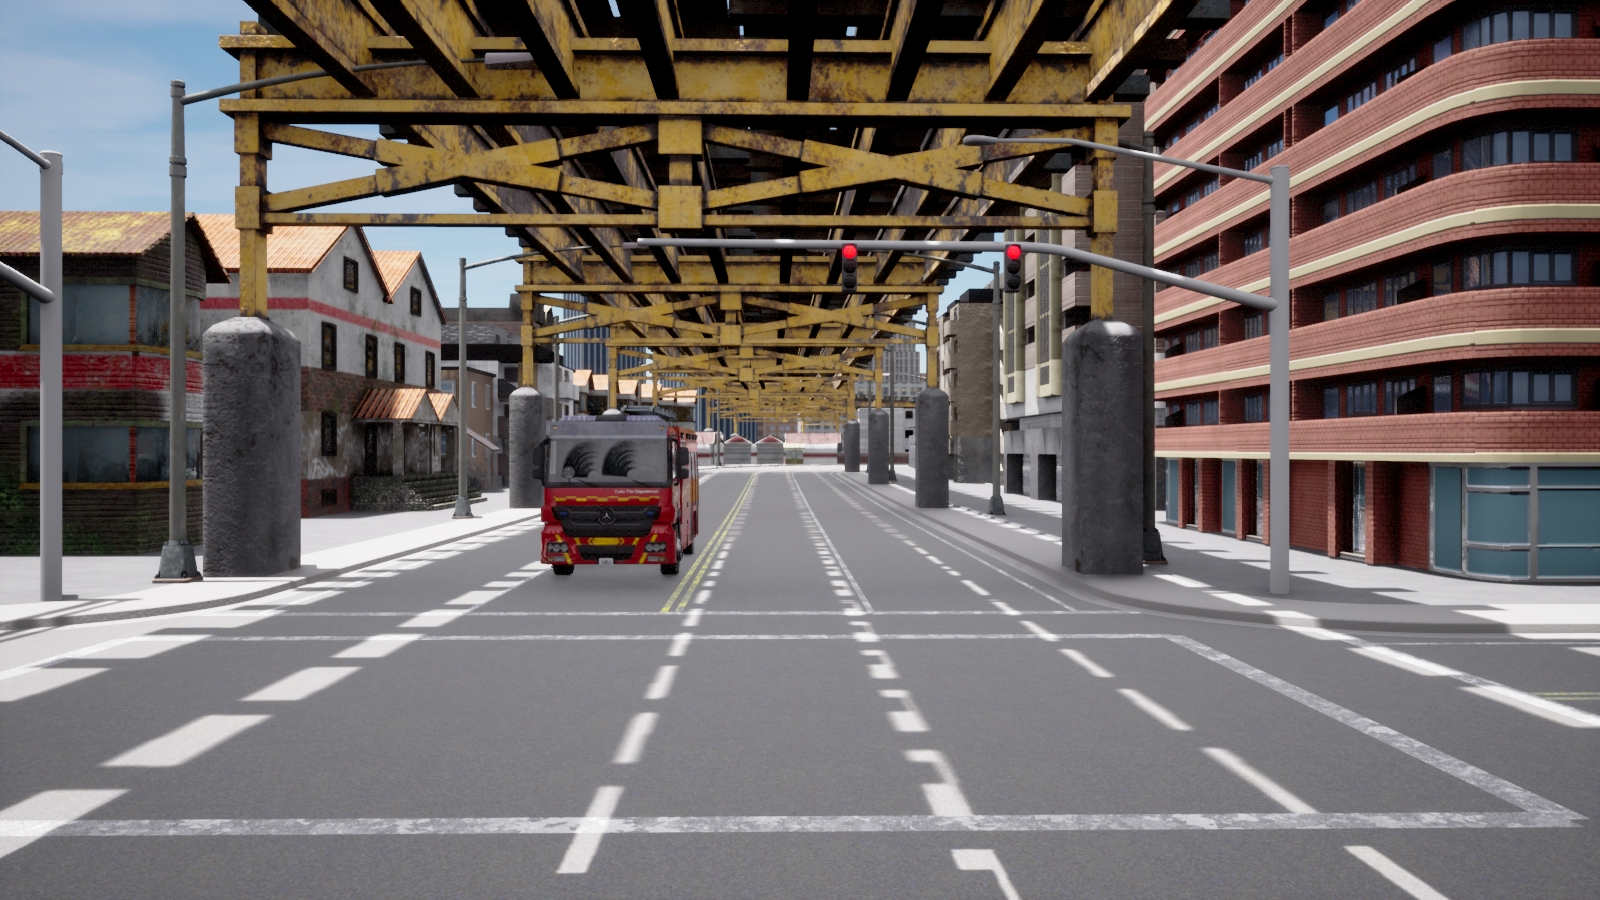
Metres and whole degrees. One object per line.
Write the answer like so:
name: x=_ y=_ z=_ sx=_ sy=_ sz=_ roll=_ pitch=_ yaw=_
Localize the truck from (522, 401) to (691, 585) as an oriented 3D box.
truck: x=-4.417 y=0.891 z=27.978 sx=2.891 sy=3.827 sz=8.468 roll=0 pitch=0 yaw=-1
